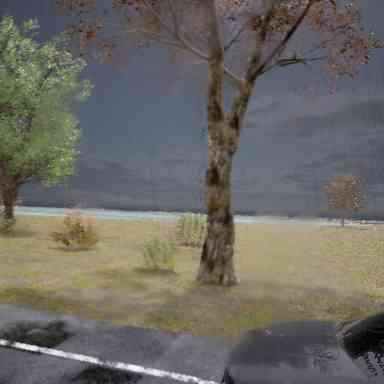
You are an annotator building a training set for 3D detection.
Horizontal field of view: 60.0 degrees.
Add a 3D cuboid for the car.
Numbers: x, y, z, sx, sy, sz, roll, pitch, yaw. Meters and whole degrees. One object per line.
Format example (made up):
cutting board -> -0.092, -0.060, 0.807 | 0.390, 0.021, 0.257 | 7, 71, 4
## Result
car -> 2.687, 1.790, 2.928 | 4.892, 1.490, 1.837 | 1, -3, 17
